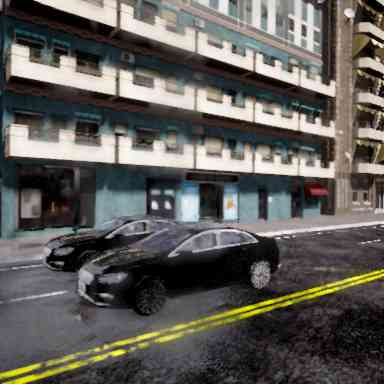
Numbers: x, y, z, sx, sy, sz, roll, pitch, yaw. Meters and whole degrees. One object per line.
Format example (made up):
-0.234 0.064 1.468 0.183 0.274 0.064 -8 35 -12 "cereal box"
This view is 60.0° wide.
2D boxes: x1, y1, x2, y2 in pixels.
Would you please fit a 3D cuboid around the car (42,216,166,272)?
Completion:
-1.937 1.512 10.288 4.902 1.511 2.128 0 0 -35 "car"

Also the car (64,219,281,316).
-0.056 1.512 7.637 4.902 1.511 2.128 0 0 -35 "car"
